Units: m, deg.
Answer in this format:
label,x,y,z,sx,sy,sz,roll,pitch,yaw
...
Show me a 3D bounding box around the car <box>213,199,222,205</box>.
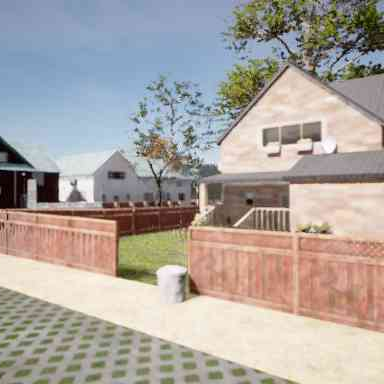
label,x,y,z,sx,sy,sz,roll,pitch,yaw
car,4.944,1.760,45.062,2.150,2.045,5.566,0,-1,37
